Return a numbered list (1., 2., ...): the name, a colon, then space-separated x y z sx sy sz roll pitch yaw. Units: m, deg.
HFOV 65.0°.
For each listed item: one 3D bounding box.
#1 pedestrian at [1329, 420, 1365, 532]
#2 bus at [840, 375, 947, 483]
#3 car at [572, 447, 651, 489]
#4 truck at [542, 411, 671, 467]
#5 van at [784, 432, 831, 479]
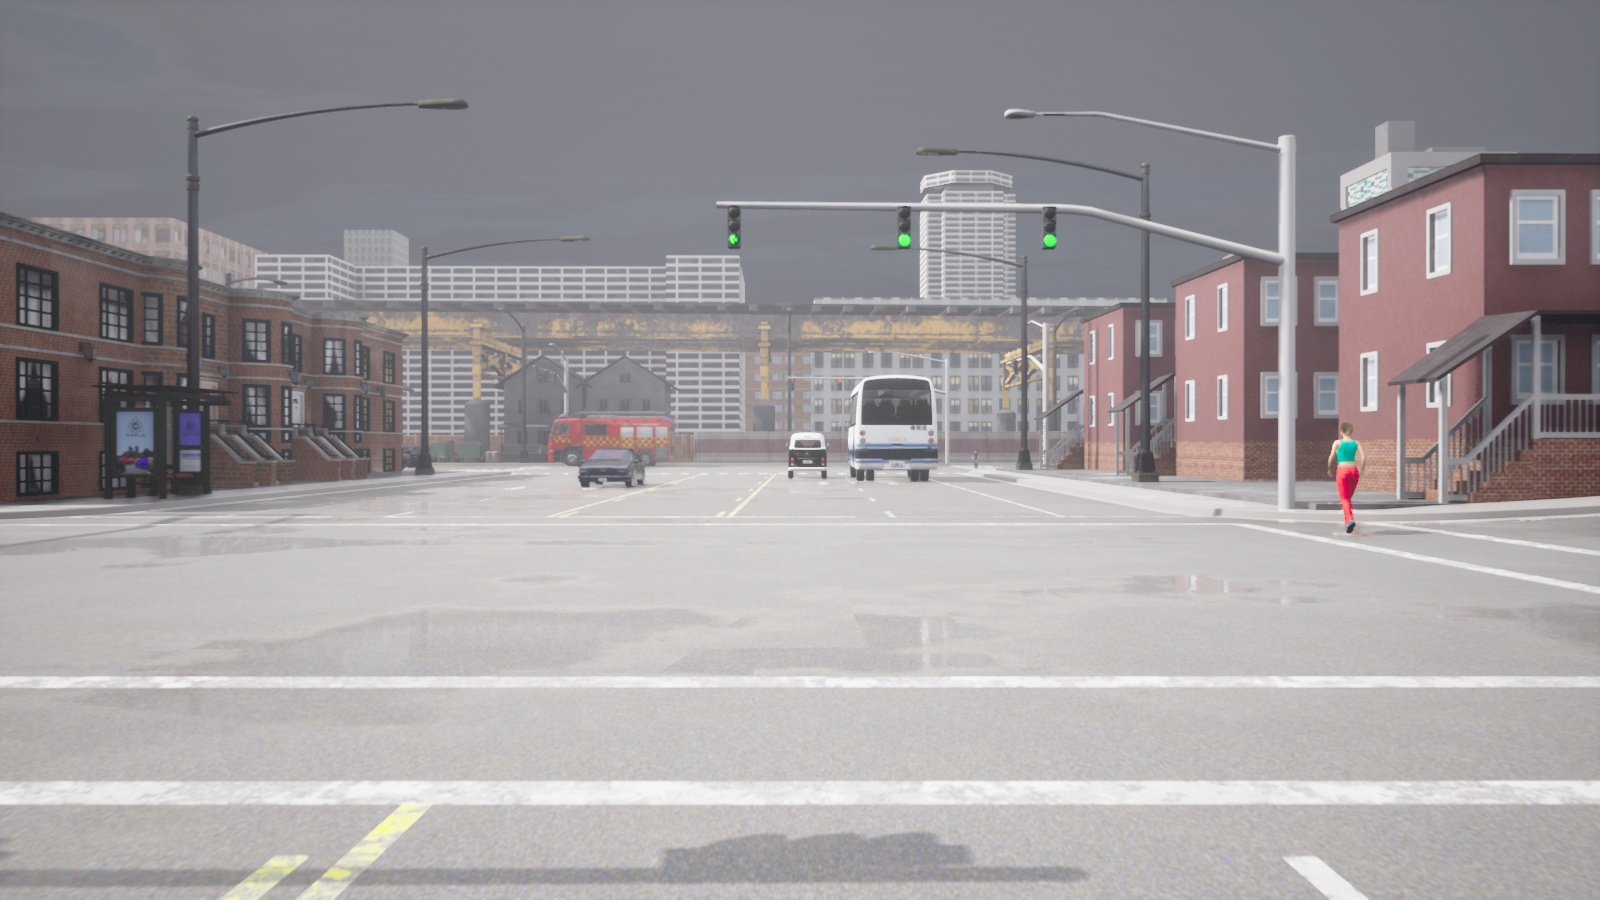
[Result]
1. pedestrian: 9.111 0.426 20.918 0.345 1.836 0.594 0 0 1
2. bus: 3.831 -0.843 54.473 3.944 4.253 10.273 0 0 0
3. car: -6.722 0.607 45.366 2.033 1.411 5.357 0 0 0
4. truck: -13.339 -0.775 87.103 8.468 3.827 2.891 0 0 0
5. van: 0.345 0.244 56.829 2.069 2.038 4.480 0 0 0
